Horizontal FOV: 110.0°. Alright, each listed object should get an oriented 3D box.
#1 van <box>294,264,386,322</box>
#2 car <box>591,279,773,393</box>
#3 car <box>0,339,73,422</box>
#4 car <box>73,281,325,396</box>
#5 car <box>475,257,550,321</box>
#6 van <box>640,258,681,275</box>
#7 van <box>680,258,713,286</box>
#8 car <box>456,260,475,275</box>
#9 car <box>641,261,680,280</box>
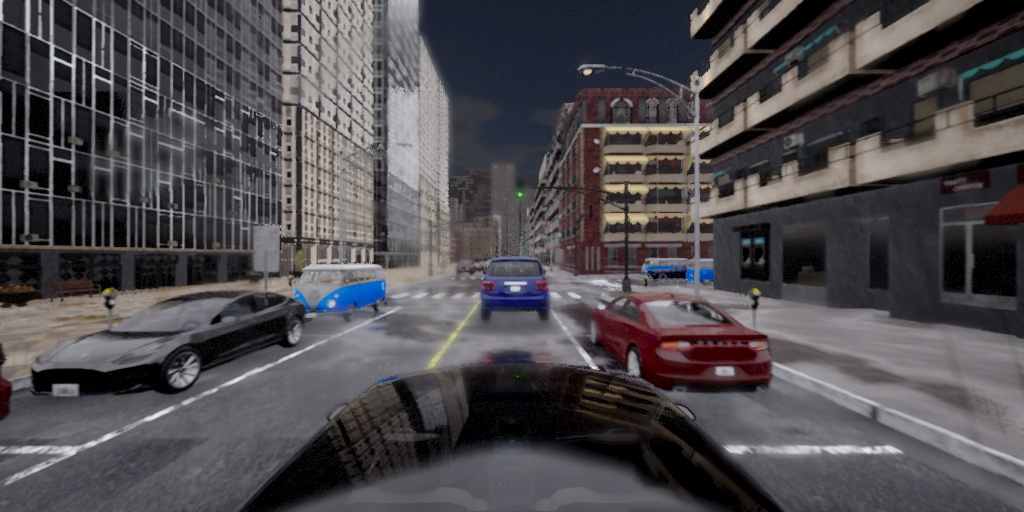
[{"bbox_3d":[-5.690,1.172,12.273,1.690,1.789,3.998,0,0,0],"label":"van"},{"bbox_3d":[2.689,1.333,6.747,1.888,1.381,4.507,0,0,0],"label":"car"},{"bbox_3d":[-5.692,1.061,1.227,2.192,1.841,5.009,0,0,0],"label":"car"},{"bbox_3d":[-5.691,1.354,6.750,1.948,1.339,4.313,0,0,0],"label":"car"},{"bbox_3d":[0.101,1.056,12.940,2.150,2.045,5.566,0,-1,0],"label":"car"},{"bbox_3d":[13.727,1.099,32.231,3.998,1.789,1.690,0,0,0],"label":"van"},{"bbox_3d":[13.747,1.073,23.850,3.998,1.789,1.690,0,0,0],"label":"van"},{"bbox_3d":[-5.682,1.408,44.661,2.192,1.841,5.009,0,0,0],"label":"car"},{"bbox_3d":[13.620,1.352,29.638,4.718,1.301,1.895,-1,0,-1],"label":"car"}]
